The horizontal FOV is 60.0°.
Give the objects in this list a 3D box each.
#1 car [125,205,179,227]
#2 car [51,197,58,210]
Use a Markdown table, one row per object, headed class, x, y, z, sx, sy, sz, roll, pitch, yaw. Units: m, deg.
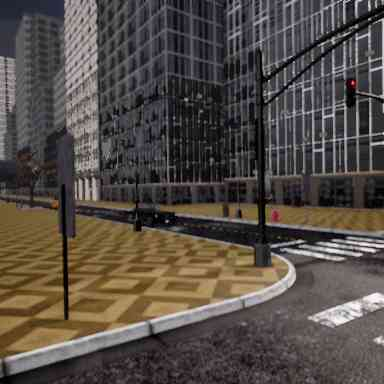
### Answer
| class | x | y | z | sx | sy | sz | roll | pitch | yaw |
| --- | --- | --- | --- | --- | --- | --- | --- | --- | --- |
| car | -2.859 | 1.559 | 22.997 | 1.895 | 1.301 | 4.718 | -1 | 1 | -35 |
| car | -16.515 | 1.336 | 42.572 | 2.097 | 1.767 | 4.553 | -1 | 1 | -35 |
